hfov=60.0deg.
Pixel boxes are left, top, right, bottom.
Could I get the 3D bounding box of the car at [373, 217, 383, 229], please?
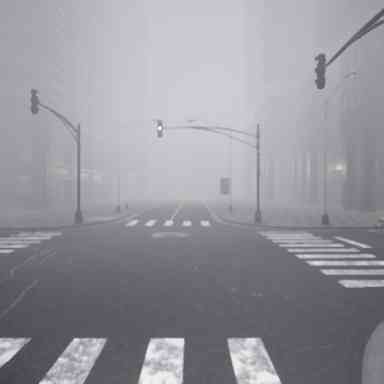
[{"bbox_3d":[11.671,1.320,16.527,4.829,1.417,1.752,0,0,0],"label":"car"}]
